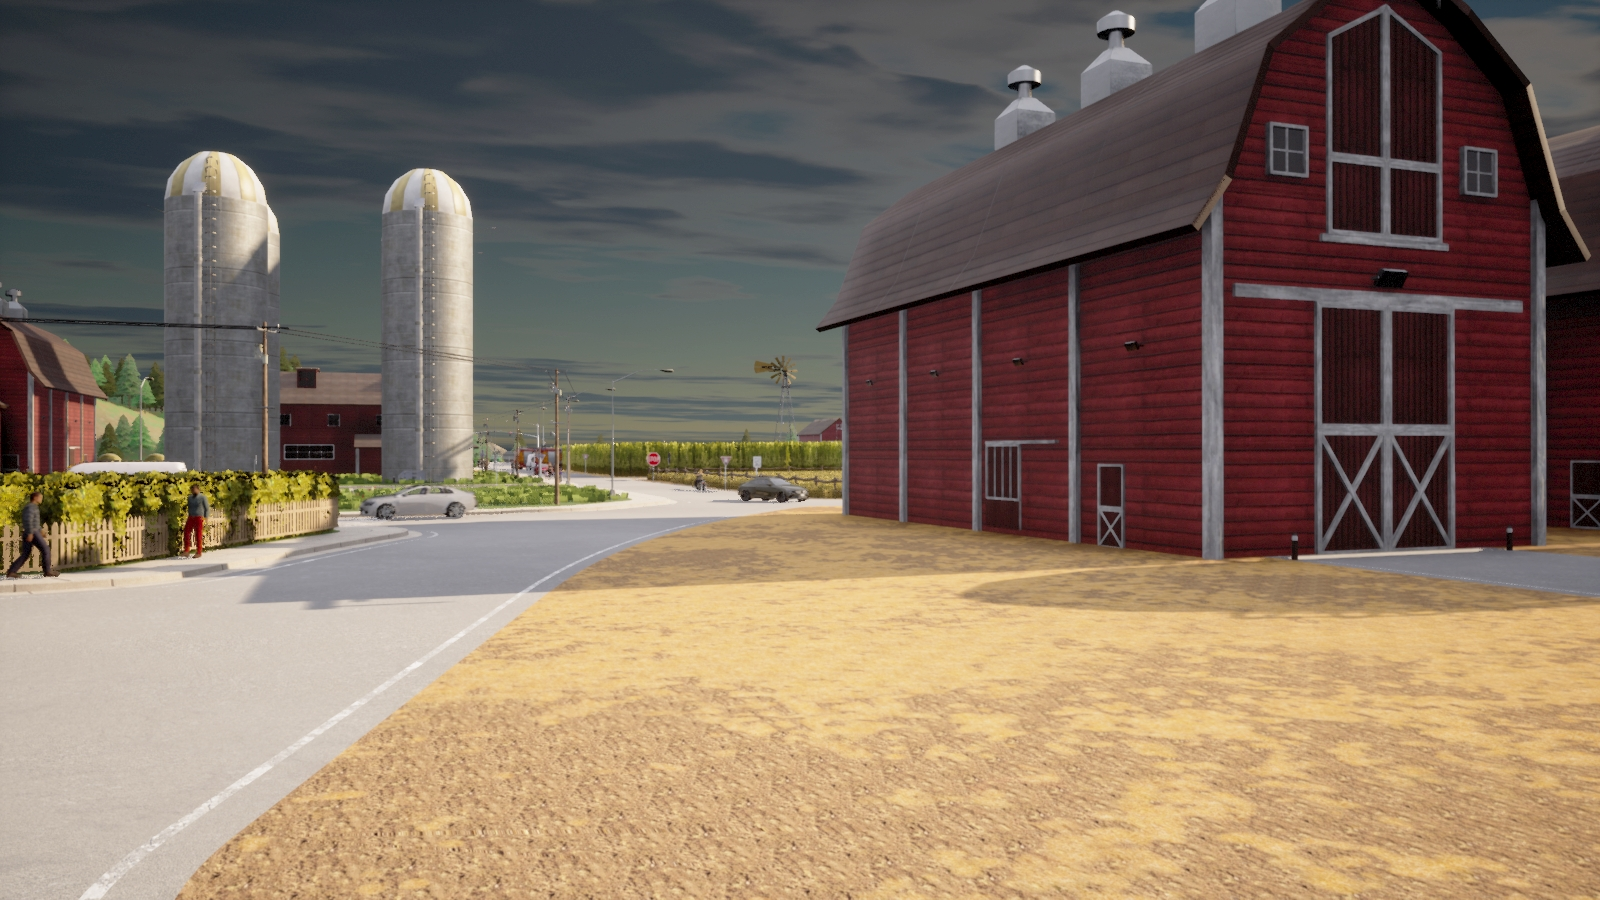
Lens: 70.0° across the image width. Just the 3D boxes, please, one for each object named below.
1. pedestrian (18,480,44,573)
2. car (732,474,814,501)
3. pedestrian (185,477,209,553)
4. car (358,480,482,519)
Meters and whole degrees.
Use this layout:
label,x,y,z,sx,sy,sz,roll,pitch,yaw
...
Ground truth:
label,x,y,z,sx,sy,sz,roll,pitch,yaw
pedestrian,-15.639,1.544,23.236,0.375,1.860,0.375,0,0,-43
car,-1.583,2.139,65.745,4.674,1.442,2.002,0,0,42
pedestrian,-14.877,1.604,28.178,0.375,1.860,0.375,0,0,3
car,-16.609,2.124,49.936,4.902,1.511,2.128,0,0,-25
